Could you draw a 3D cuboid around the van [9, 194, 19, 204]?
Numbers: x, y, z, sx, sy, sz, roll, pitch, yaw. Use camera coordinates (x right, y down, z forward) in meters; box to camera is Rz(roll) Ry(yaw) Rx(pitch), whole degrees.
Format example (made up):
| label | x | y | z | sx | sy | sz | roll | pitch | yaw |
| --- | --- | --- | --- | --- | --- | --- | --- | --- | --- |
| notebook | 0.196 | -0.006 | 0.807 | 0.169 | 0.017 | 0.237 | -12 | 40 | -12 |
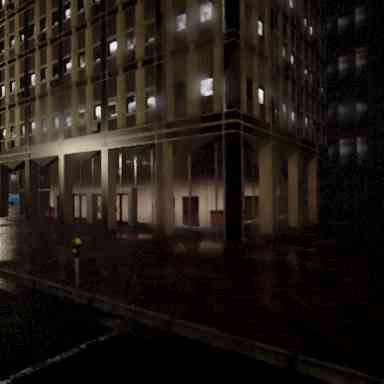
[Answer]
| label | x | y | z | sx | sy | sz | roll | pitch | yaw |
| --- | --- | --- | --- | --- | --- | --- | --- | --- | --- |
| van | -32.228 | 1.259 | 58.373 | 1.690 | 1.788 | 3.998 | -1 | -1 | 35 |
